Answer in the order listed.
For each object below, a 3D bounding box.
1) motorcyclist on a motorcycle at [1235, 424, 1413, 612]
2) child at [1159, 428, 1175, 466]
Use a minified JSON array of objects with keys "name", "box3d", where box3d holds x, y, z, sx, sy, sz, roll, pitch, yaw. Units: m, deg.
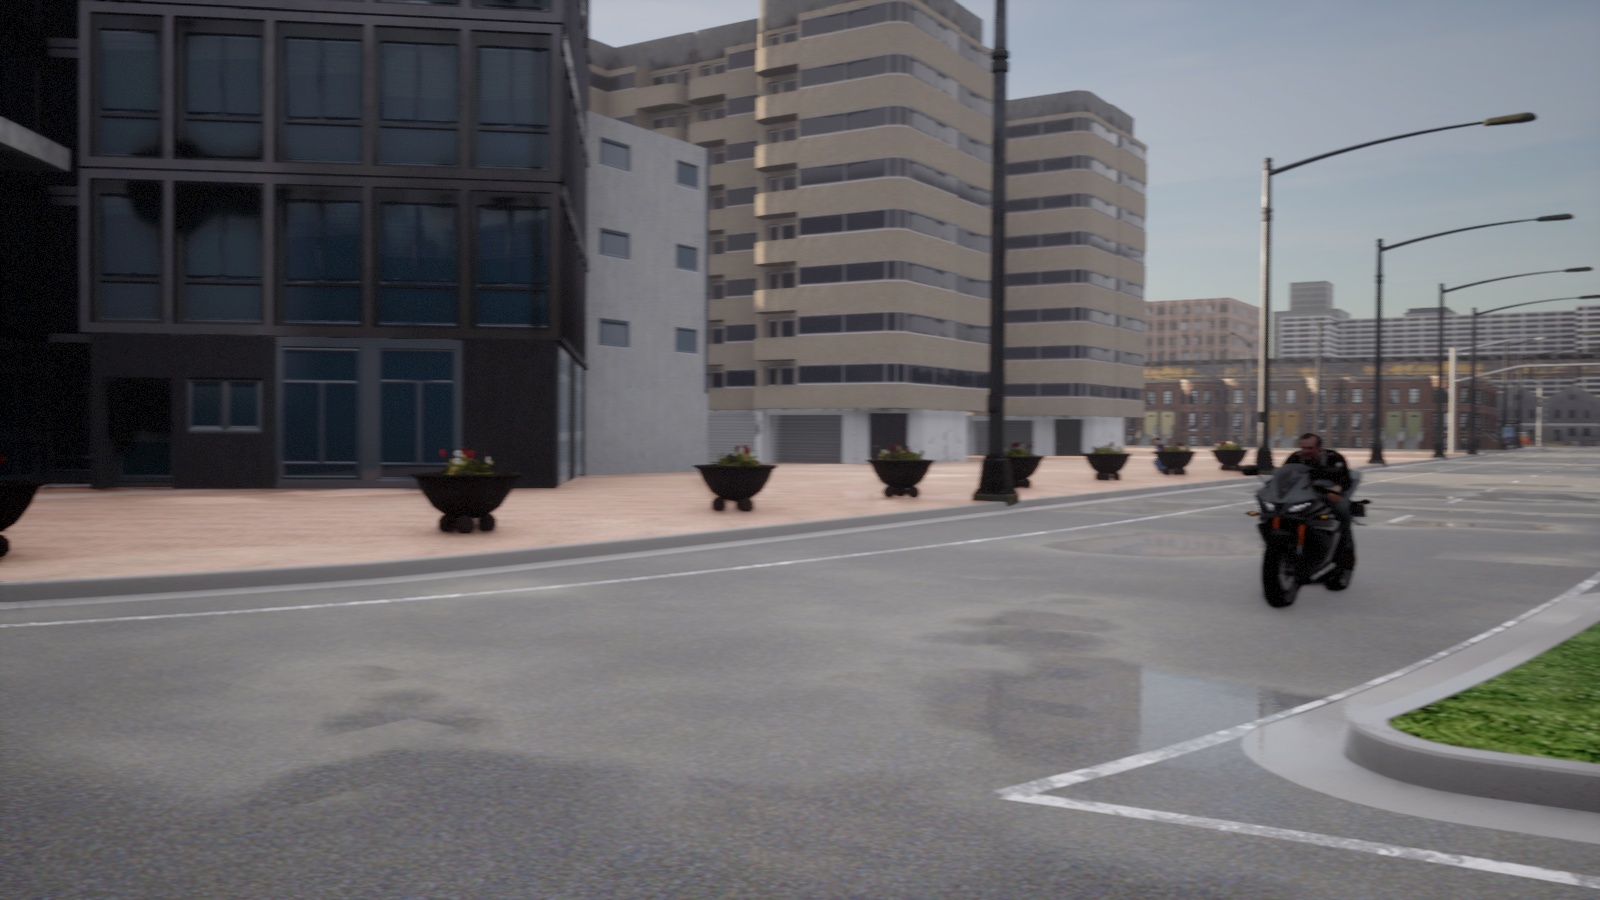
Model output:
[{"name":"motorcyclist on a motorcycle","box3d":[4.793,0.540,11.383,0.866,1.530,2.191,0,1,40]},{"name":"child","box3d":[12.311,-0.089,42.079,0.437,1.263,0.270,-1,1,-12]}]
